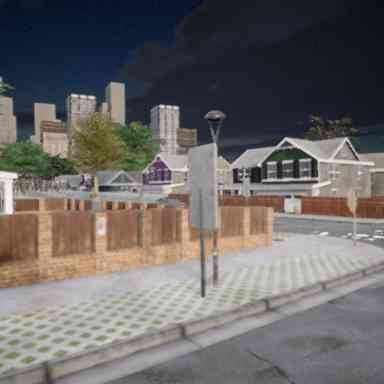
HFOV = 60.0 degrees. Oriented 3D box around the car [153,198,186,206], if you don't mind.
[{"bbox_3d":[-2.460,1.255,32.792,1.994,1.385,4.181,-2,2,-40],"label":"car"}]
